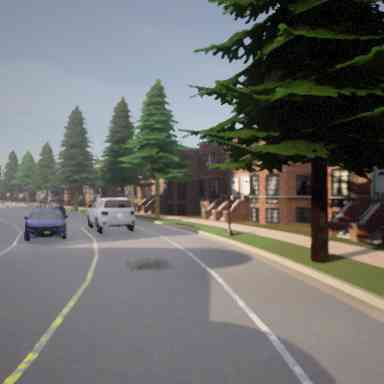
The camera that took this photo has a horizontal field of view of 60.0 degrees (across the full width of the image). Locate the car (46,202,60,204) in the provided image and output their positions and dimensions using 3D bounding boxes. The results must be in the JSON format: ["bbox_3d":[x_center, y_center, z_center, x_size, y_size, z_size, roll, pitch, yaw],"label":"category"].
[{"bbox_3d":[-15.088,1.805,35.981,1.812,1.442,4.674,0,-1,-36],"label":"car"}]

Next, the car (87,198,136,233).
[{"bbox_3d":[-5.229,1.376,21.169,2.150,2.045,5.566,0,-1,-26],"label":"car"}]

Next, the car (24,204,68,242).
[{"bbox_3d":[-7.726,1.616,17.645,1.882,1.535,5.008,0,-1,-25],"label":"car"}]
